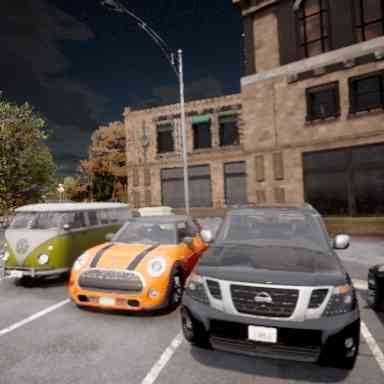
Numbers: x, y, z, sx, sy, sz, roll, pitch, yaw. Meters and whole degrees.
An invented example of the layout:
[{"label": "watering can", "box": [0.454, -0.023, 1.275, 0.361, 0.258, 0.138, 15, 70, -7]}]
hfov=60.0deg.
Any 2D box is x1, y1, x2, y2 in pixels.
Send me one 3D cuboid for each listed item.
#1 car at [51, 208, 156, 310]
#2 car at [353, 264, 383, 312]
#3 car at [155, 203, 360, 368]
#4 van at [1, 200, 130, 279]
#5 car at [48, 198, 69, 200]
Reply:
[{"label": "car", "box": [-0.909, 1.393, 8.120, 2.185, 1.767, 4.553, 0, -1, 16]}, {"label": "car", "box": [3.957, 1.526, 4.637, 2.163, 1.488, 4.792, 0, -1, 16]}, {"label": "car", "box": [1.519, 1.253, 6.323, 2.435, 2.045, 5.566, 0, -1, 16]}, {"label": "van", "box": [-3.384, 1.315, 9.718, 1.878, 1.987, 4.442, -1, -1, 16]}, {"label": "car", "box": [-14.444, 1.468, 37.013, 2.097, 1.767, 4.553, -3, 0, 21]}]
